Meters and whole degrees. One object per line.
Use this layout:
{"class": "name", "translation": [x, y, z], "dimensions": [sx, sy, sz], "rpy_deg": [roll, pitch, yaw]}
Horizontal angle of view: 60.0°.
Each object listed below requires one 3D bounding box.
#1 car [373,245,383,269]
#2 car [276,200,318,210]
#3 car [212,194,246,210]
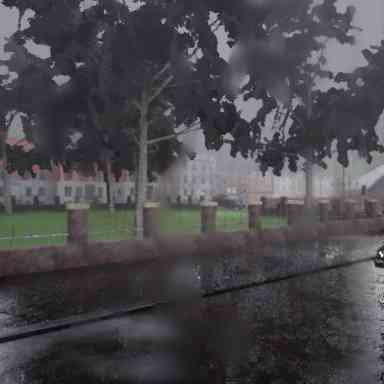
{"class": "car", "translation": [7.602, 1.606, 9.897], "dimensions": [5.357, 1.411, 2.033], "rpy_deg": [0, 0, -35]}
{"class": "car", "translation": [11.656, 1.627, 36.755], "dimensions": [1.882, 1.535, 5.008], "rpy_deg": [0, 0, -35]}
{"class": "car", "translation": [5.023, 1.371, 46.275], "dimensions": [2.150, 2.045, 5.566], "rpy_deg": [0, 0, -34]}
